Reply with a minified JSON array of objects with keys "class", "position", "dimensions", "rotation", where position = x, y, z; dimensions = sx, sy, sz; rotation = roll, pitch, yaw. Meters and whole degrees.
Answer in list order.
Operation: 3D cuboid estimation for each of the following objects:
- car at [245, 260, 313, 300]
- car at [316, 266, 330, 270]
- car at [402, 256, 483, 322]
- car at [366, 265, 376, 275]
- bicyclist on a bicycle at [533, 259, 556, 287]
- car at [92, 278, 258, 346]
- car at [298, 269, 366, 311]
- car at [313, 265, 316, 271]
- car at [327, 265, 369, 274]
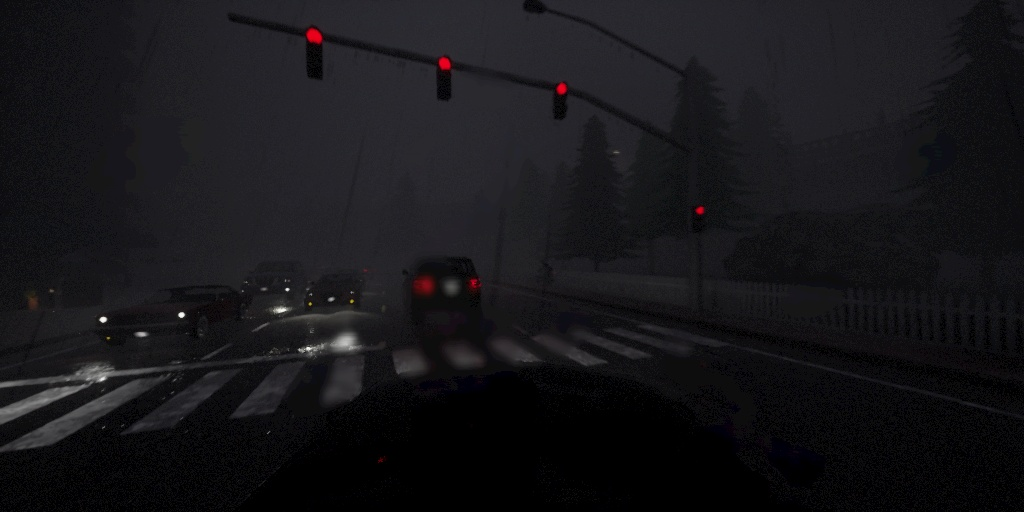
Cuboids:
[{"class":"car","position":[-12.791,1.248,19.674],"dimensions":[2.150,2.045,5.566],"rotation":[-1,0,-21]},{"class":"car","position":[-15.649,1.663,32.003],"dimensions":[1.994,1.385,4.181],"rotation":[-1,0,-41]},{"class":"car","position":[-2.666,1.033,13.021],"dimensions":[2.150,2.045,5.566],"rotation":[-1,0,-20]},{"class":"car","position":[-18.913,1.780,43.921],"dimensions":[4.718,1.301,1.895],"rotation":[-1,0,31]},{"class":"bicyclist on a bicycle","position":[1.995,1.027,21.557],"dimensions":[1.656,1.620,0.582],"rotation":[-1,0,-20]},{"class":"car","position":[-9.444,1.548,10.507],"dimensions":[1.895,1.301,4.718],"rotation":[-1,0,-20]},{"class":"car","position":[-7.588,1.479,15.542],"dimensions":[1.994,1.385,4.181],"rotation":[-1,0,-20]},{"class":"car","position":[-17.278,1.692,28.465],"dimensions":[1.994,1.385,4.181],"rotation":[-1,0,-38]},{"class":"car","position":[-10.646,1.551,23.369],"dimensions":[1.994,1.385,4.181],"rotation":[-1,0,-23]}]
